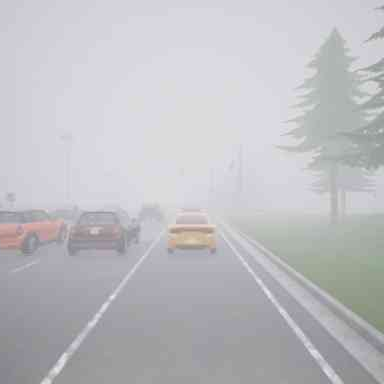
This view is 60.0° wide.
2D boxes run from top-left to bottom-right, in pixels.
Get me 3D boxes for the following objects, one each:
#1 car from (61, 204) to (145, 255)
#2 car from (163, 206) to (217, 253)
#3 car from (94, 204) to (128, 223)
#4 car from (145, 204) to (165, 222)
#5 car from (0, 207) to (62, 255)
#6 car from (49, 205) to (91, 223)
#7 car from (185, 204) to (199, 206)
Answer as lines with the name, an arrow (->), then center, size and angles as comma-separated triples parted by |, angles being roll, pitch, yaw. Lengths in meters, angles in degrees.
car -> -3.503, 1.482, 14.074 | 2.097, 1.767, 4.553 | 0, -1, 0
car -> 0.000, 1.613, 14.464 | 1.882, 1.535, 5.008 | 0, 0, 0
car -> -7.008, 1.837, 29.270 | 1.994, 1.385, 4.181 | 0, 0, 0
car -> -3.508, 1.781, 29.281 | 1.837, 1.490, 4.892 | 0, 0, 0
car -> -7.003, 1.482, 14.072 | 2.097, 1.767, 4.553 | 0, -1, 0
car -> -10.510, 1.872, 29.090 | 1.895, 1.301, 4.718 | 0, 0, 0
car -> -0.004, 1.799, 29.370 | 1.812, 1.442, 4.674 | 0, 0, 0
